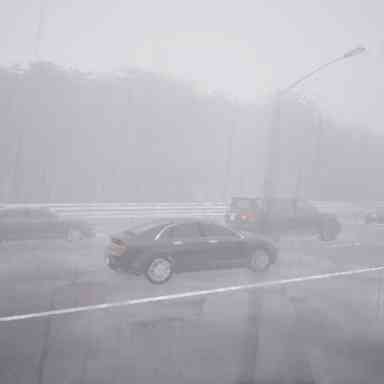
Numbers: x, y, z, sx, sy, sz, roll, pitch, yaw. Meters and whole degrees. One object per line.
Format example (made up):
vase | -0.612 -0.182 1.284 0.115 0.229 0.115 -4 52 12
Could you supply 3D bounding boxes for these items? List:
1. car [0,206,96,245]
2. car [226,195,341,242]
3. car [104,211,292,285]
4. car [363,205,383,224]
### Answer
car | -6.500 1.353 13.729 4.892 1.490 1.837 0 0 -25
car | 4.071 1.187 14.888 5.566 2.045 2.150 1 0 -25
car | 0.129 1.441 9.135 4.892 1.490 1.837 1 0 -25
car | 14.249 1.611 23.615 4.181 1.385 1.994 0 0 -25
